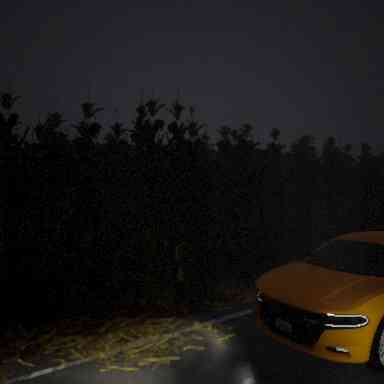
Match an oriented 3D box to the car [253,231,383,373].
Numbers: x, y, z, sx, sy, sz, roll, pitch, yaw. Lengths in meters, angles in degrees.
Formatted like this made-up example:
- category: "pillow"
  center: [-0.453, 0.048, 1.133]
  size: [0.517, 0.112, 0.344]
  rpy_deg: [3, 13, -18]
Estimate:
- category: "car"
  center: [3.230, 1.467, 5.807]
  size: [5.008, 1.535, 1.882]
  rpy_deg: [0, 0, -36]
